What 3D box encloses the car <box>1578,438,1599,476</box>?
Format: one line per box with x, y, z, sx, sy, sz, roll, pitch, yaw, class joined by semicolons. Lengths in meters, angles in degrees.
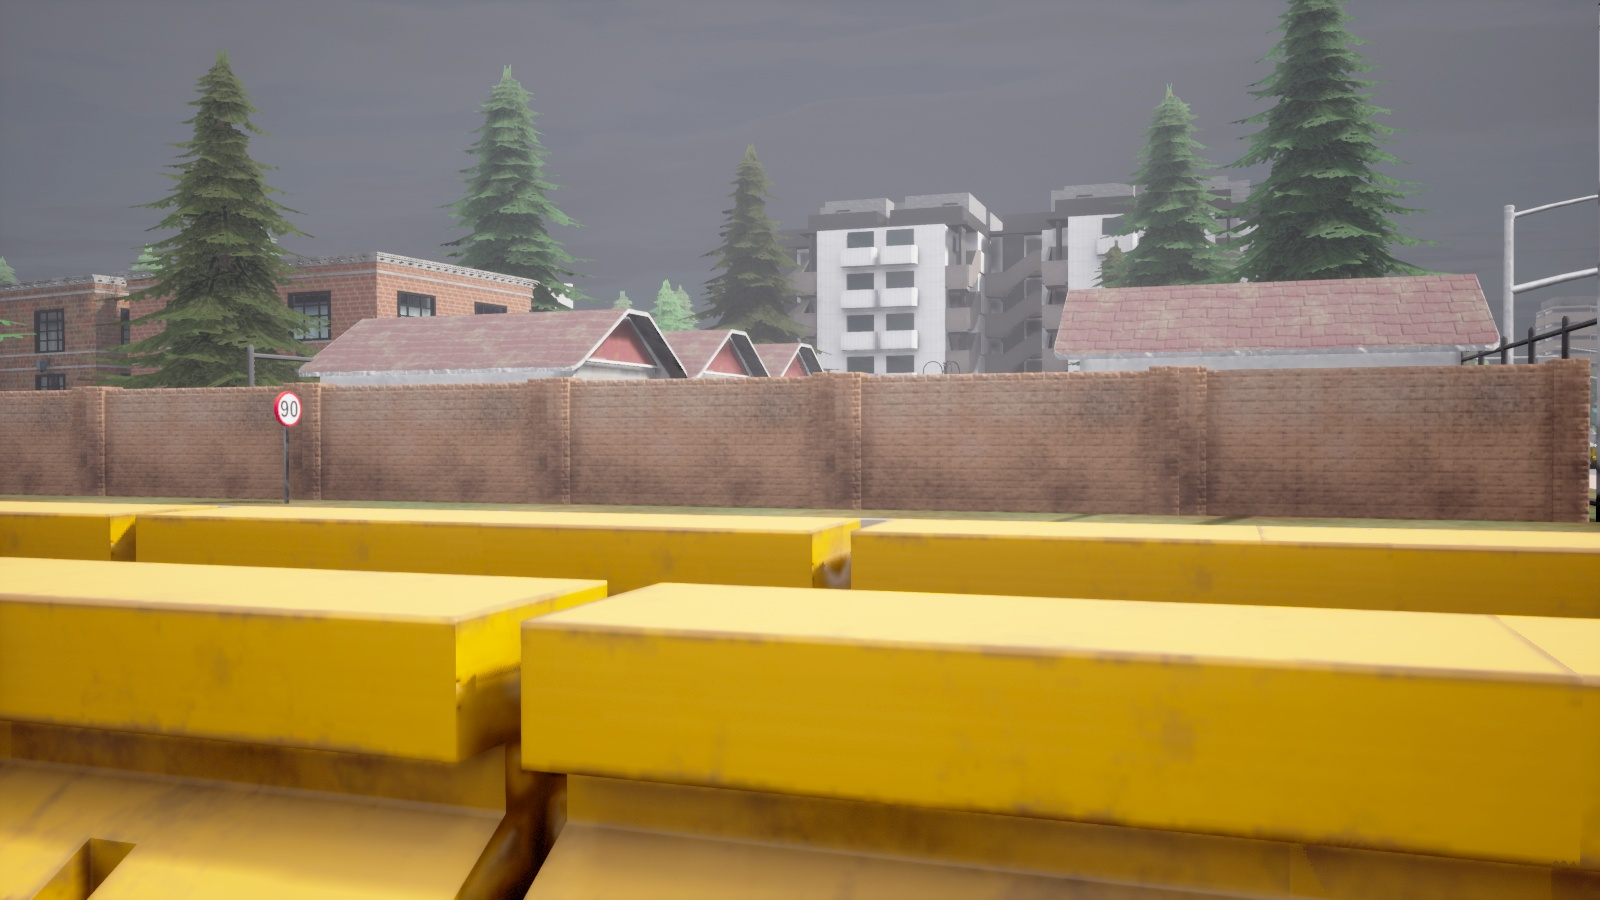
30.086;0.246;46.744;1.481;1.376;2.207;1;1;20;car
